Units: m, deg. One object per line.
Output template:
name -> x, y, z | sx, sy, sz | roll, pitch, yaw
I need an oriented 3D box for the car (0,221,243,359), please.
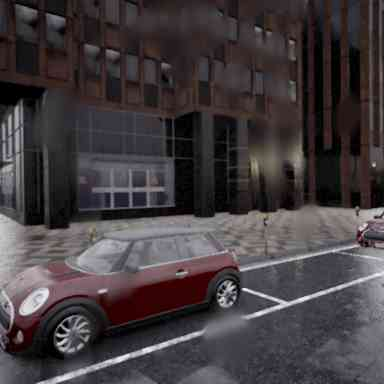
car -> -1.105, 1.403, 5.859 | 4.097, 1.590, 1.967 | -1, 1, -35

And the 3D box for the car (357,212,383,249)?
car -> 7.890, 1.227, 12.272 | 4.097, 1.590, 1.967 | -1, 1, -35
